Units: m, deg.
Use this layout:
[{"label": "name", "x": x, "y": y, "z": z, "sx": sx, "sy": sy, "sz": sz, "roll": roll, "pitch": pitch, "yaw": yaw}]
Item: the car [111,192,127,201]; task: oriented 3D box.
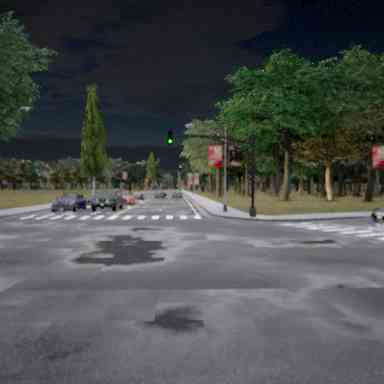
[{"label": "car", "x": -12.256, "y": 0.715, "z": 55.966, "sx": 1.895, "sy": 1.301, "sz": 4.718, "roll": 0, "pitch": 1, "yaw": -2}]

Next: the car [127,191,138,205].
[{"label": "car", "x": -8.407, "y": 0.689, "z": 41.471, "sx": 2.097, "sy": 1.767, "sz": 4.553, "roll": 0, "pitch": 1, "yaw": -2}]

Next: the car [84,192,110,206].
[{"label": "car", "x": -11.641, "y": 0.841, "z": 41.090, "sx": 1.837, "sy": 1.490, "sz": 4.892, "roll": 0, "pitch": 1, "yaw": -2}]

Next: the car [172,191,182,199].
[{"label": "car", "x": -2.745, "y": 0.536, "z": 62.111, "sx": 2.128, "sy": 1.511, "sz": 4.902, "roll": 0, "pitch": 1, "yaw": -3}]

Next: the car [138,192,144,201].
[{"label": "car", "x": -8.959, "y": 0.662, "z": 54.890, "sx": 1.812, "sy": 1.442, "sz": 4.674, "roll": 0, "pitch": 1, "yaw": -2}]

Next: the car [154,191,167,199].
[{"label": "car", "x": -5.992, "y": 0.532, "z": 61.969, "sx": 2.128, "sy": 1.511, "sz": 4.902, "roll": 0, "pitch": 1, "yaw": -3}]

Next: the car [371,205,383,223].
[{"label": "car", "x": 13.688, "y": 1.263, "z": 21.375, "sx": 4.902, "sy": 1.511, "sz": 2.128, "roll": 0, "pitch": 1, "yaw": -25}]

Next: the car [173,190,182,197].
[{"label": "car", "x": -3.206, "y": 0.326, "z": 72.547, "sx": 1.895, "sy": 1.301, "sz": 4.718, "roll": 0, "pitch": 1, "yaw": -3}]

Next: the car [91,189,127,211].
[{"label": "car", "x": -7.985, "y": 0.708, "z": 31.805, "sx": 2.150, "sy": 2.045, "sz": 5.566, "roll": 0, "pitch": 1, "yaw": -2}]

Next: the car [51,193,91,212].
[{"label": "car", "x": -11.187, "y": 0.851, "z": 30.562, "sx": 2.097, "sy": 1.767, "sz": 4.553, "roll": 0, "pitch": 1, "yaw": -2}]

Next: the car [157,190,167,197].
[{"label": "car", "x": -6.452, "y": 0.321, "z": 72.403, "sx": 1.895, "sy": 1.301, "sz": 4.718, "roll": 0, "pitch": 1, "yaw": -3}]
